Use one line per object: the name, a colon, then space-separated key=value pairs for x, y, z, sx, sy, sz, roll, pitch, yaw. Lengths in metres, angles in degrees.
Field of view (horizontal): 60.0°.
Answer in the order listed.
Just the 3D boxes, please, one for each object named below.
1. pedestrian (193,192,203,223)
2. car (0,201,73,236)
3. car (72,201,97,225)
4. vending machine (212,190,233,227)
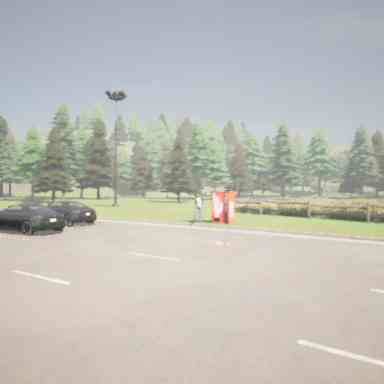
pedestrian: x=0.352 y=0.892 z=19.378 sx=0.375 sy=1.860 sz=0.375 roll=1 pitch=1 yaw=29
car: x=-8.294 y=1.254 z=16.418 sx=4.181 sy=1.385 sz=1.994 roll=1 pitch=1 yaw=26
car: x=-7.813 y=1.212 z=20.057 sx=4.181 sy=1.385 sz=1.994 roll=1 pitch=1 yaw=25
vending machine: x=1.822 y=0.956 z=19.785 sx=0.880 sy=2.100 sz=1.100 roll=1 pitch=1 yaw=29
